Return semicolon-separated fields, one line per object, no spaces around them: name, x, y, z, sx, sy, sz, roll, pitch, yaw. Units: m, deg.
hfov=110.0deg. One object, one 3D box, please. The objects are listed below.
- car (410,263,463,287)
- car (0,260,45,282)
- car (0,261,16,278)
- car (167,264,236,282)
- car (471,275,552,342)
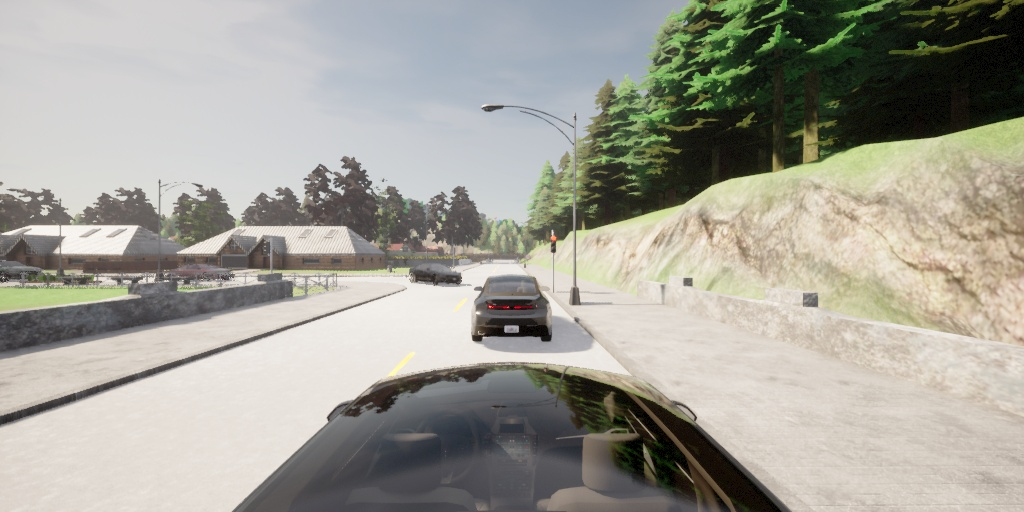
car;-5.332;1.228;24.987;1.882;1.535;5.008;2;-2;-42
car;-39.700;1.101;27.992;4.553;1.767;2.097;0;0;0
car;-48.130;1.228;32.051;5.008;1.535;1.882;0;0;0
car;-24.256;1.314;28.112;4.181;1.385;1.994;0;0;-1
car;-0.009;1.255;9.792;1.837;1.490;4.892;0;0;0
